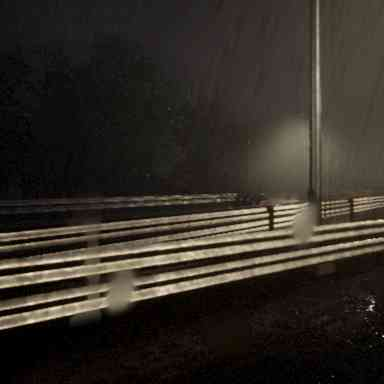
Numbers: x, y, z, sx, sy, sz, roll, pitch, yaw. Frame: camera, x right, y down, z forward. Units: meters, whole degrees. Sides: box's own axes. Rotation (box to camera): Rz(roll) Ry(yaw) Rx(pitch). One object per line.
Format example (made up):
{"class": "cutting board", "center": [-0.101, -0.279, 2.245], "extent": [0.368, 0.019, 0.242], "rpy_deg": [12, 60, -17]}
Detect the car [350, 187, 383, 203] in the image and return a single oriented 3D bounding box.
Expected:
{"class": "car", "center": [21.186, 0.560, 40.468], "extent": [2.097, 1.767, 4.553], "rpy_deg": [0, 1, 42]}

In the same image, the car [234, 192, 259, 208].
{"class": "car", "center": [6.261, 0.757, 34.243], "extent": [2.097, 1.767, 4.553], "rpy_deg": [0, 1, 42]}

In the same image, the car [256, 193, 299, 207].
{"class": "car", "center": [8.322, 1.021, 31.297], "extent": [1.895, 1.301, 4.718], "rpy_deg": [0, 1, 42]}

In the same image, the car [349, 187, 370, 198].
{"class": "car", "center": [31.434, 0.081, 62.484], "extent": [2.150, 2.045, 5.566], "rpy_deg": [0, 1, 42]}
